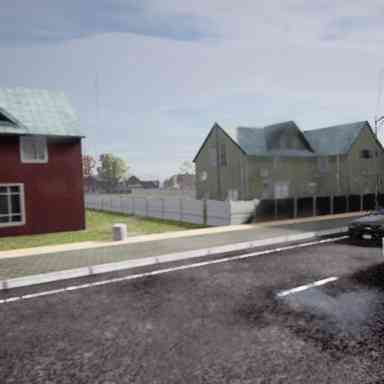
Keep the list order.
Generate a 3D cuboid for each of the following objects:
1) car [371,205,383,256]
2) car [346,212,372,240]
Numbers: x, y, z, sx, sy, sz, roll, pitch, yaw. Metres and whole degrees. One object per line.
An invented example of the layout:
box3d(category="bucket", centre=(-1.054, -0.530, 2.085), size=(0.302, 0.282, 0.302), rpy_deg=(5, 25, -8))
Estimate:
box3d(category="car", centre=(7.425, 0.960, 8.987), size=(5.566, 2.045, 2.150), rpy_deg=(-2, 1, -35))
box3d(category="car", centre=(8.626, 1.199, 13.823), size=(5.357, 1.411, 2.033), rpy_deg=(-2, 1, -35))
